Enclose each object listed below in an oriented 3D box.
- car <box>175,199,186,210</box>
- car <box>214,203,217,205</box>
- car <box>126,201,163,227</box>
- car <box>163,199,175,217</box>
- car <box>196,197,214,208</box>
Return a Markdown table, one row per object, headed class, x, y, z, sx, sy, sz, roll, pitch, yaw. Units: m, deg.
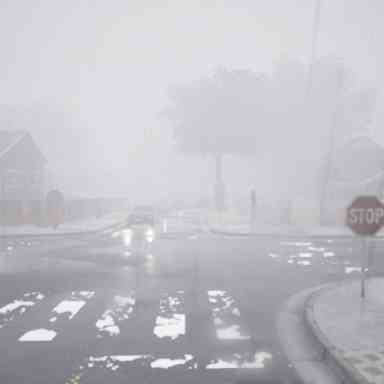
| class | x | y | z | sx | sy | sz | roll | pitch | yaw |
| --- | --- | --- | --- | --- | --- | --- | --- | --- | --- |
| car | -2.038 | 1.808 | 47.509 | 1.837 | 1.490 | 4.892 | 0 | 0 | 7 |
| car | 3.904 | 1.786 | 66.087 | 2.097 | 1.767 | 4.553 | 0 | 0 | 13 |
| car | -3.474 | 1.646 | 24.128 | 1.837 | 1.490 | 4.892 | 0 | 0 | 0 |
| car | -3.202 | 1.685 | 34.139 | 1.882 | 1.535 | 5.008 | 0 | 0 | 3 |
| car | 2.025 | 1.733 | 56.349 | 2.097 | 1.767 | 4.553 | 0 | 0 | 11 |
